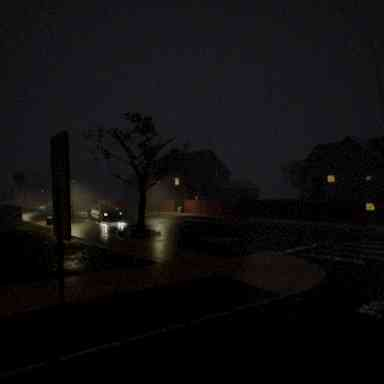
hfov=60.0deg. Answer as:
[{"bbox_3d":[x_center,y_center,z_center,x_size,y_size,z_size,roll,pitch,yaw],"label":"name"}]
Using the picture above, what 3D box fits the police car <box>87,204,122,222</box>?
[{"bbox_3d":[-8.314,1.978,31.776,2.038,1.542,4.974,-2,0,-36],"label":"police car"}]
